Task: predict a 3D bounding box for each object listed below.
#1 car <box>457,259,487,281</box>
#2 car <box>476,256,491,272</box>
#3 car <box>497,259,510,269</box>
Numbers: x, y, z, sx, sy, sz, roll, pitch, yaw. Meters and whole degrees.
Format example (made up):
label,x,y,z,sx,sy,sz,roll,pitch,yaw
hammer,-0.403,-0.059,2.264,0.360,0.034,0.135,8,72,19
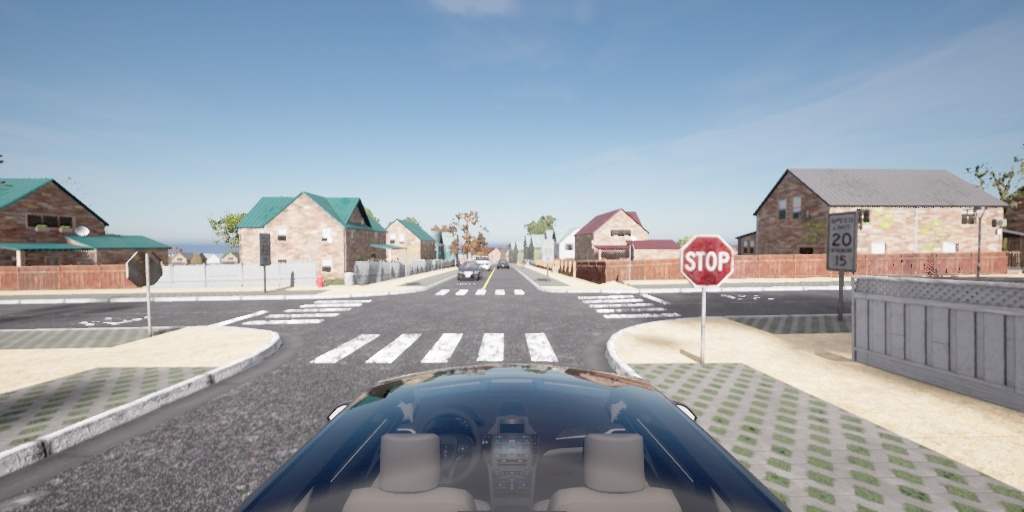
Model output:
label,x,y,z,sx,sy,sz,roll,pitch,yaw
car,-3.446,1.246,29.965,2.128,1.511,4.902,0,0,-2
car,-3.975,1.026,48.285,2.150,2.045,5.566,0,0,-2
car,-1.408,1.421,57.235,1.994,1.385,4.181,0,0,-2
